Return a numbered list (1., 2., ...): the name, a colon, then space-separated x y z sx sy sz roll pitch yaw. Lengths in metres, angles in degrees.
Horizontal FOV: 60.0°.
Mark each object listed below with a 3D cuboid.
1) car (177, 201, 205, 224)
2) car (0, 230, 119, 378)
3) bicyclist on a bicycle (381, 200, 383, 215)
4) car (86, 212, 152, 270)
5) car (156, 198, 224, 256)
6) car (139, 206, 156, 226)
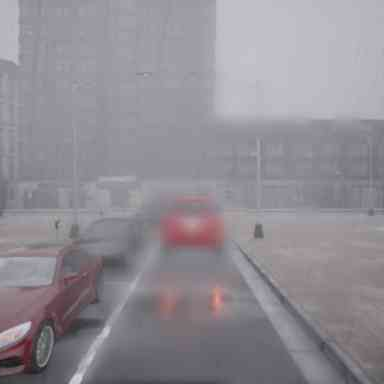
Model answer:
1. car: -0.196 1.501 26.393 1.882 1.535 5.008 0 0 -4
2. car: -2.649 1.587 5.564 1.802 1.307 4.206 0 0 0
3. bicyclist on a bicycle: 17.298 1.300 29.646 0.582 1.620 1.656 0 0 0
4. car: -2.660 1.575 11.017 1.947 1.339 4.313 0 0 0
5. car: 0.043 1.231 13.288 2.150 2.045 5.566 0 0 0
6. car: -2.683 1.585 21.921 1.947 1.339 4.313 0 0 0
